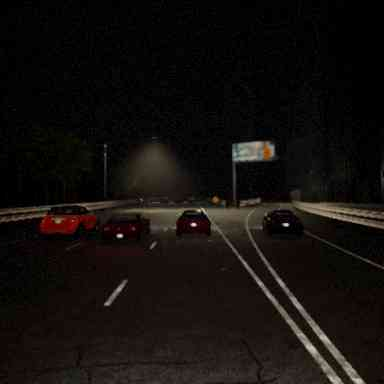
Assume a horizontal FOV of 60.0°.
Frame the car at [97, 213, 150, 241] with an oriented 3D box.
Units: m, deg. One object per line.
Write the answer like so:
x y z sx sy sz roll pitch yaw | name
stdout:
-3.401 1.798 17.924 1.895 1.301 4.718 0 -1 0 | car

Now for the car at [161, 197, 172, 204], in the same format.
-7.018 2.339 86.970 1.994 1.385 4.181 0 0 0 | car

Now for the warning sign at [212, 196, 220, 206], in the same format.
4.525 1.730 63.182 1.300 1.860 1.060 -1 -1 0 | warning sign

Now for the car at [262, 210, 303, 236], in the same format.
5.367 1.781 20.056 1.994 1.385 4.181 0 -1 7 | car

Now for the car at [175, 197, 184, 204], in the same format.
-3.518 2.310 86.971 1.812 1.442 4.674 0 0 0 | car

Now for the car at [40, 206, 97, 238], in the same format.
-6.903 1.565 19.297 2.097 1.767 4.553 0 -1 0 | car

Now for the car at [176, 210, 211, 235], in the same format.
0.096 1.786 20.224 1.994 1.385 4.181 0 -1 0 | car

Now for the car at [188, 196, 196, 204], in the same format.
-0.017 2.307 86.555 2.128 1.511 4.902 0 0 0 | car
